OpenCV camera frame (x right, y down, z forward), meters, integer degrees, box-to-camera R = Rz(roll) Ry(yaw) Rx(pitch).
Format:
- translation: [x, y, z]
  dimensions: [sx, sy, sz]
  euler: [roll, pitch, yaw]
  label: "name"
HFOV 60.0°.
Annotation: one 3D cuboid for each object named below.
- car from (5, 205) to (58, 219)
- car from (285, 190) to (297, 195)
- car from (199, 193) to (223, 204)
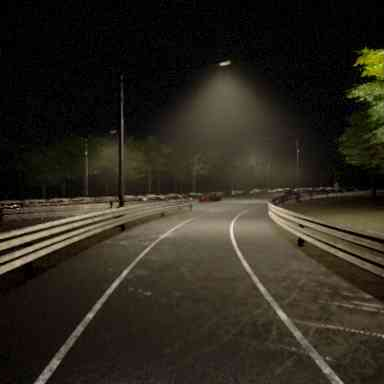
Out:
- translation: [-15.670, 1.911, 32.833]
  dimensions: [1.895, 1.301, 4.718]
  euler: [0, 1, 40]
  label: "car"
- translation: [23.993, 0.204, 79.472]
  dimensions: [1.837, 1.490, 4.892]
  euler: [0, 2, 40]
  label: "car"
- translation: [3.160, 0.924, 54.975]
  dimensions: [2.097, 1.767, 4.553]
  euler: [0, 2, 40]
  label: "car"
